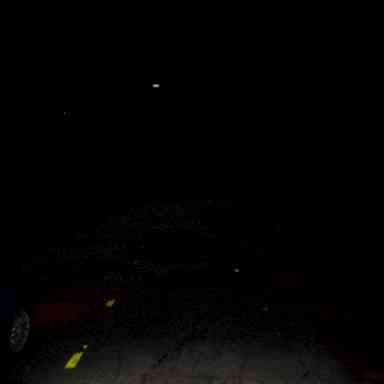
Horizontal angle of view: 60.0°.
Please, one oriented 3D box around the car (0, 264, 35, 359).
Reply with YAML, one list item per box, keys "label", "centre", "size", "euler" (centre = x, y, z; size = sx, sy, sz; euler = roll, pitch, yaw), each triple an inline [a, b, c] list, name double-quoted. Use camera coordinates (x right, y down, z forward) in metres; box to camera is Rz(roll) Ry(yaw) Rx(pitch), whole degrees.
- label: "car"
  centre: [-3.202, 1.516, 3.217]
  size: [1.812, 1.442, 4.674]
  euler: [0, 0, -1]
